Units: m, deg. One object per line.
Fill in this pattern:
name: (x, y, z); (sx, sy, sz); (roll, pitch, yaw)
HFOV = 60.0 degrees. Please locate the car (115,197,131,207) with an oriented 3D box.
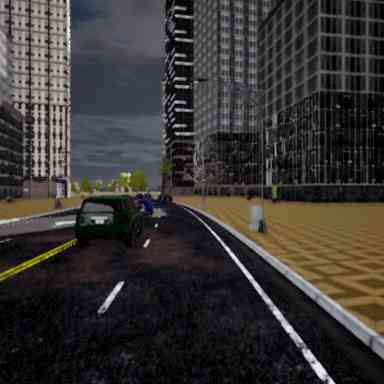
car: (-9.943, 1.440, 48.267); (1.994, 1.385, 4.181); (0, 0, -7)

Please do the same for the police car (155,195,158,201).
police car: (-6.778, 1.230, 74.759); (1.930, 1.638, 5.238); (0, 0, -12)

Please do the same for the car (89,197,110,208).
car: (-13.077, 1.430, 47.285); (2.033, 1.411, 5.357); (0, 0, -7)

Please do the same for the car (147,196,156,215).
car: (-4.728, 1.438, 32.671); (1.812, 1.442, 4.674); (0, 0, -5)

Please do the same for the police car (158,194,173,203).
police car: (-4.856, 1.252, 64.783); (1.930, 1.638, 5.238); (0, 0, -10)

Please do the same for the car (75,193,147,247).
car: (-3.525, 1.182, 14.960); (2.150, 2.045, 5.566); (0, 0, -2)

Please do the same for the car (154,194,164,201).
car: (-8.036, 1.318, 80.610); (1.812, 1.442, 4.674); (0, 0, -13)
